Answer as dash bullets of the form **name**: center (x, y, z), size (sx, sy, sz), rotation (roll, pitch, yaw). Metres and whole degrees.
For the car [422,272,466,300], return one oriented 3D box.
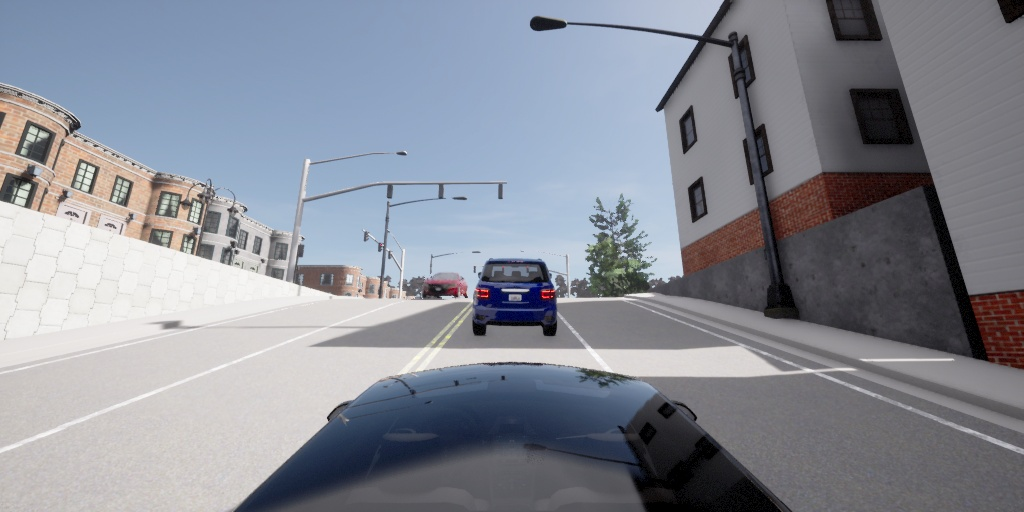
- **car**: center (-3.616, 1.625, 20.092), size (1.882, 1.535, 5.008), rotation (0, -6, 0)

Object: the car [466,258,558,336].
- **car**: center (0.085, 1.097, 11.008), size (2.150, 2.045, 5.566), rotation (1, -1, 0)
